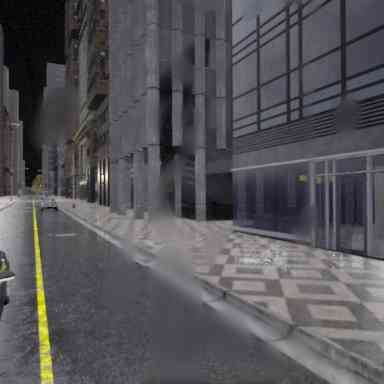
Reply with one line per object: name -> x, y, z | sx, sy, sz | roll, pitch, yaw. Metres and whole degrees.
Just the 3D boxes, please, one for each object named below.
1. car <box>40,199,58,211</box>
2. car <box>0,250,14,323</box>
car -> -17.414, 1.556, 40.427 | 2.033, 1.411, 5.357 | 0, 0, -26
car -> -3.891, 1.507, 5.012 | 1.837, 1.490, 4.892 | 0, 0, -26
